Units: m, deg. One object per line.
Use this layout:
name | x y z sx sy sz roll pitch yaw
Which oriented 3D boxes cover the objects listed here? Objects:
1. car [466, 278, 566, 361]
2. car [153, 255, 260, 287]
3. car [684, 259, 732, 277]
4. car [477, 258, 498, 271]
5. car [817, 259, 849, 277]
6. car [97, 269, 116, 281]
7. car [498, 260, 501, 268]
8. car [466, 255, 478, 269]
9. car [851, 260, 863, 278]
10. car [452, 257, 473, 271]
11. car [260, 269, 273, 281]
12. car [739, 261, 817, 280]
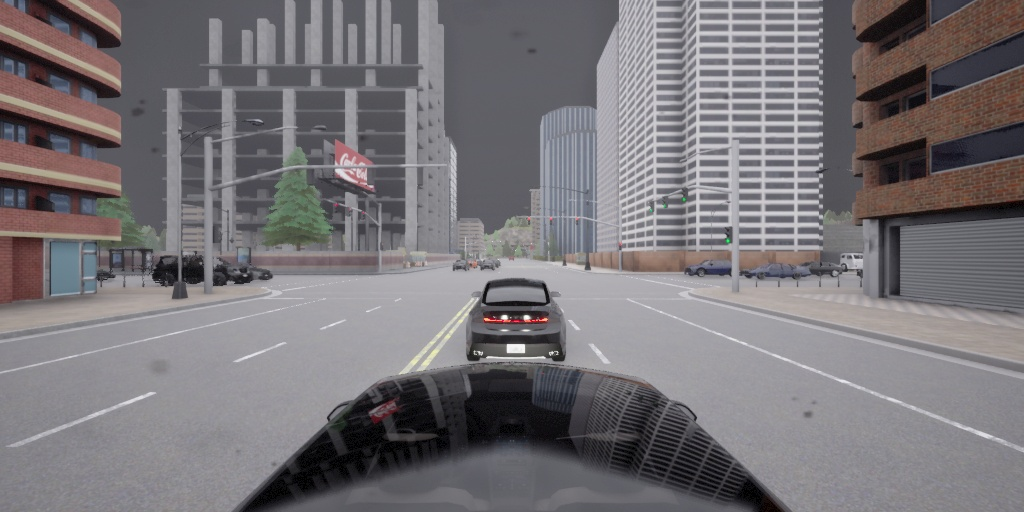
car | 0.093 1.255 8.235 1.837 1.490 4.892 0 0 1
car | -20.559 0.975 23.950 5.566 2.045 2.150 0 0 1
car | 19.214 1.102 34.700 4.553 1.767 2.097 0 0 0
car | -3.360 1.254 50.297 1.837 1.490 4.892 0 0 0
car | 29.064 1.255 34.695 4.892 1.490 1.837 0 0 0
car | -33.859 1.297 27.474 5.357 1.411 2.033 0 0 0
car | -3.295 1.102 60.422 2.097 1.767 4.553 0 0 0
car | -6.812 1.102 57.973 2.097 1.767 4.553 0 0 0
car | 32.716 1.314 31.192 4.181 1.385 1.994 0 0 0
car | -6.869 1.254 48.767 1.837 1.490 4.892 0 0 0
car | -20.842 1.314 27.493 4.181 1.385 1.994 0 0 -1
car | 22.804 1.297 31.202 5.357 1.411 2.033 0 0 0
